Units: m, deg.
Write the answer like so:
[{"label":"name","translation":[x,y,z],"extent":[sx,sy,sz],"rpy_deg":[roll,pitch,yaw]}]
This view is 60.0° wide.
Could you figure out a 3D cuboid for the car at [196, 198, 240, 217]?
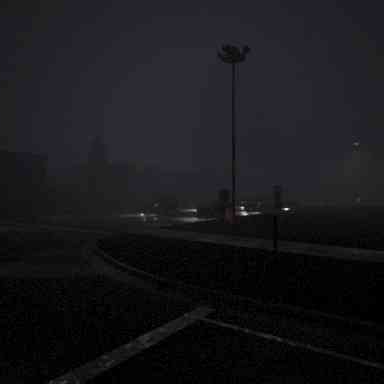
[{"label":"car","translation":[2.317,1.478,31.581],"extent":[1.882,1.535,5.008],"rpy_deg":[0,0,35]}]

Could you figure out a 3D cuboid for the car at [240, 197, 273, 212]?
[{"label":"car","translation":[7.945,1.352,39.634],"extent":[2.097,1.767,4.553],"rpy_deg":[0,0,35]}]

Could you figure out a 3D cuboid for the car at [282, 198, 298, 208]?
[{"label":"car","translation":[13.675,1.564,47.817],"extent":[1.994,1.385,4.181],"rpy_deg":[0,0,35]}]

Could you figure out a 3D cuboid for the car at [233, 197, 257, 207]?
[{"label":"car","translation":[8.381,1.505,52.436],"extent":[1.837,1.490,4.892],"rpy_deg":[0,0,35]}]

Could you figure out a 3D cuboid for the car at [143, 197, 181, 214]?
[{"label":"car","translation":[-3.230,1.352,35.858],"extent":[2.097,1.767,4.553],"rpy_deg":[0,0,35]}]

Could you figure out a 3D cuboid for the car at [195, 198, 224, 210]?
[{"label":"car","translation":[2.383,1.564,43.892],"extent":[1.994,1.385,4.181],"rpy_deg":[0,0,35]}]
